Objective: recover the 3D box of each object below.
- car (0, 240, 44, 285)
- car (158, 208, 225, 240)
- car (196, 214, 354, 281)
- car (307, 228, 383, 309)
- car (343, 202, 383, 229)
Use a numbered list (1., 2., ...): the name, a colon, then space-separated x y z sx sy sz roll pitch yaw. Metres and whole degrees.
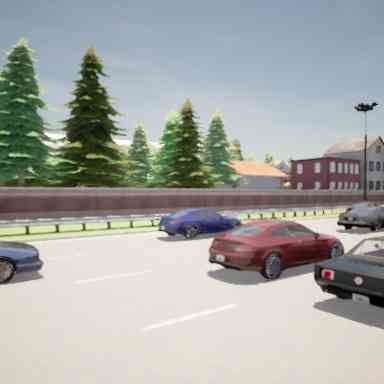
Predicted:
1. car: -6.458 1.545 7.739 5.357 1.411 2.033 0 0 -36
2. car: 0.509 1.538 17.007 4.674 1.442 1.812 0 0 -36
3. car: 2.603 1.535 9.902 4.674 1.442 1.812 0 0 -36
4. car: 4.800 1.611 7.170 4.718 1.301 1.895 0 0 -35
5. car: 10.954 1.574 20.159 5.357 1.411 2.033 0 0 -36
